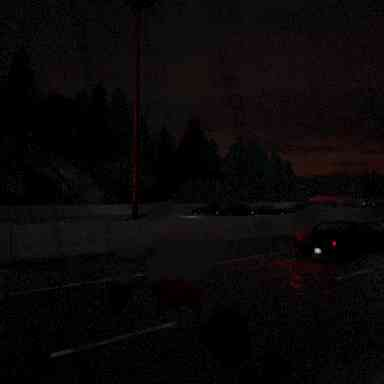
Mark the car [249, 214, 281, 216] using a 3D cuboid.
[{"bbox_3d":[6.492,1.978,31.355,4.718,1.301,1.895,1,-1,-41],"label":"car"}]

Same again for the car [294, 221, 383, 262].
[{"bbox_3d":[6.133,1.792,13.059,4.718,1.301,1.895,1,-1,-39],"label":"car"}]

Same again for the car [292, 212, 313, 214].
[{"bbox_3d":[10.172,1.916,30.995,4.892,1.490,1.837,1,-1,-43],"label":"car"}]

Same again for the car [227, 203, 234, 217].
[{"bbox_3d":[4.324,1.898,35.084,4.892,1.490,1.837,1,-1,-42],"label":"car"}]
